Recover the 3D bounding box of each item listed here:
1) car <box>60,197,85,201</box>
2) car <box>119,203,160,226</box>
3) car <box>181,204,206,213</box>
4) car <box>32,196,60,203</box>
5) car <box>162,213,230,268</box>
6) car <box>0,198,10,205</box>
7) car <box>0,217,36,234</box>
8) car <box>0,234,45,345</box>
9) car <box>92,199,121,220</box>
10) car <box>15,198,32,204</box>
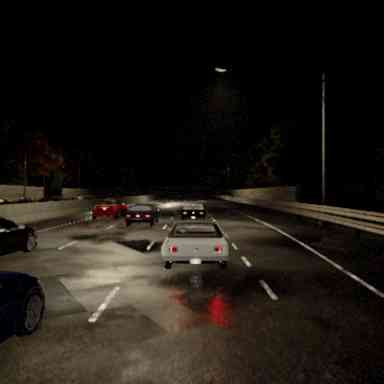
[{"bbox_3d":[-17.554,1.533,50.234,2.128,1.511,4.902,0,0,0],"label":"car"},{"bbox_3d":[-3.398,1.556,23.438,2.033,1.411,5.357,0,0,0],"label":"car"},{"bbox_3d":[0.104,1.613,27.117,1.895,1.301,4.718,0,0,0],"label":"car"},{"bbox_3d":[-21.058,1.392,49.015,2.097,1.767,4.553,0,0,0],"label":"car"},{"bbox_3d":[0.103,1.603,11.301,1.895,1.301,4.718,0,0,0],"label":"car"},{"bbox_3d":[-28.050,1.585,47.235,2.033,1.411,5.357,0,0,1],"label":"car"},{"bbox_3d":[-6.899,1.507,10.895,1.837,1.490,4.892,0,0,0],"label":"car"},{"bbox_3d":[-3.402,1.526,3.712,1.812,1.442,4.674,0,0,0],"label":"car"},{"bbox_3d":[-6.897,1.366,28.388,2.097,1.767,4.553,0,0,0],"label":"car"},{"bbox_3d":[-24.553,1.604,49.412,1.994,1.385,4.181,0,0,0],"label":"car"}]
